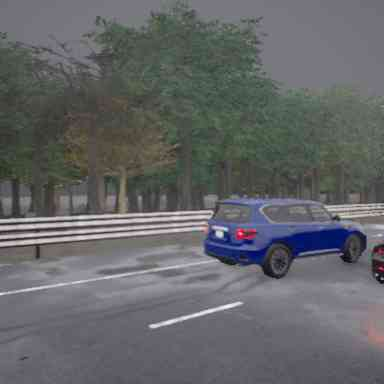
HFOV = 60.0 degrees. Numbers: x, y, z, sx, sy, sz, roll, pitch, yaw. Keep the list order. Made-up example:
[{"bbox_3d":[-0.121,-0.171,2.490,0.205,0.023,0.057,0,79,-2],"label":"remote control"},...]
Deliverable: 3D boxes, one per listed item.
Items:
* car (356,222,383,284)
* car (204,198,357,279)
[{"bbox_3d":[6.341,1.501,8.295,4.892,1.490,1.837,0,0,-36],"label":"car"},{"bbox_3d":[2.999,1.217,10.258,5.566,2.045,2.150,0,0,-32],"label":"car"}]
